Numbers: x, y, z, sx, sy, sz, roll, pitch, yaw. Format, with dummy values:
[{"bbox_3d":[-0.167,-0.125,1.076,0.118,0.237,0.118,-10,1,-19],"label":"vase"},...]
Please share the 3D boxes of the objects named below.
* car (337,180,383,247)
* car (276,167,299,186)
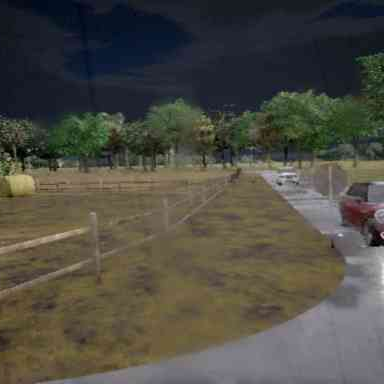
[{"bbox_3d":[6.064,0.468,10.304,2.097,1.767,4.553,-3,4,11],"label":"car"},{"bbox_3d":[11.114,-1.905,39.096,2.150,2.045,5.566,-3,4,10],"label":"car"}]
